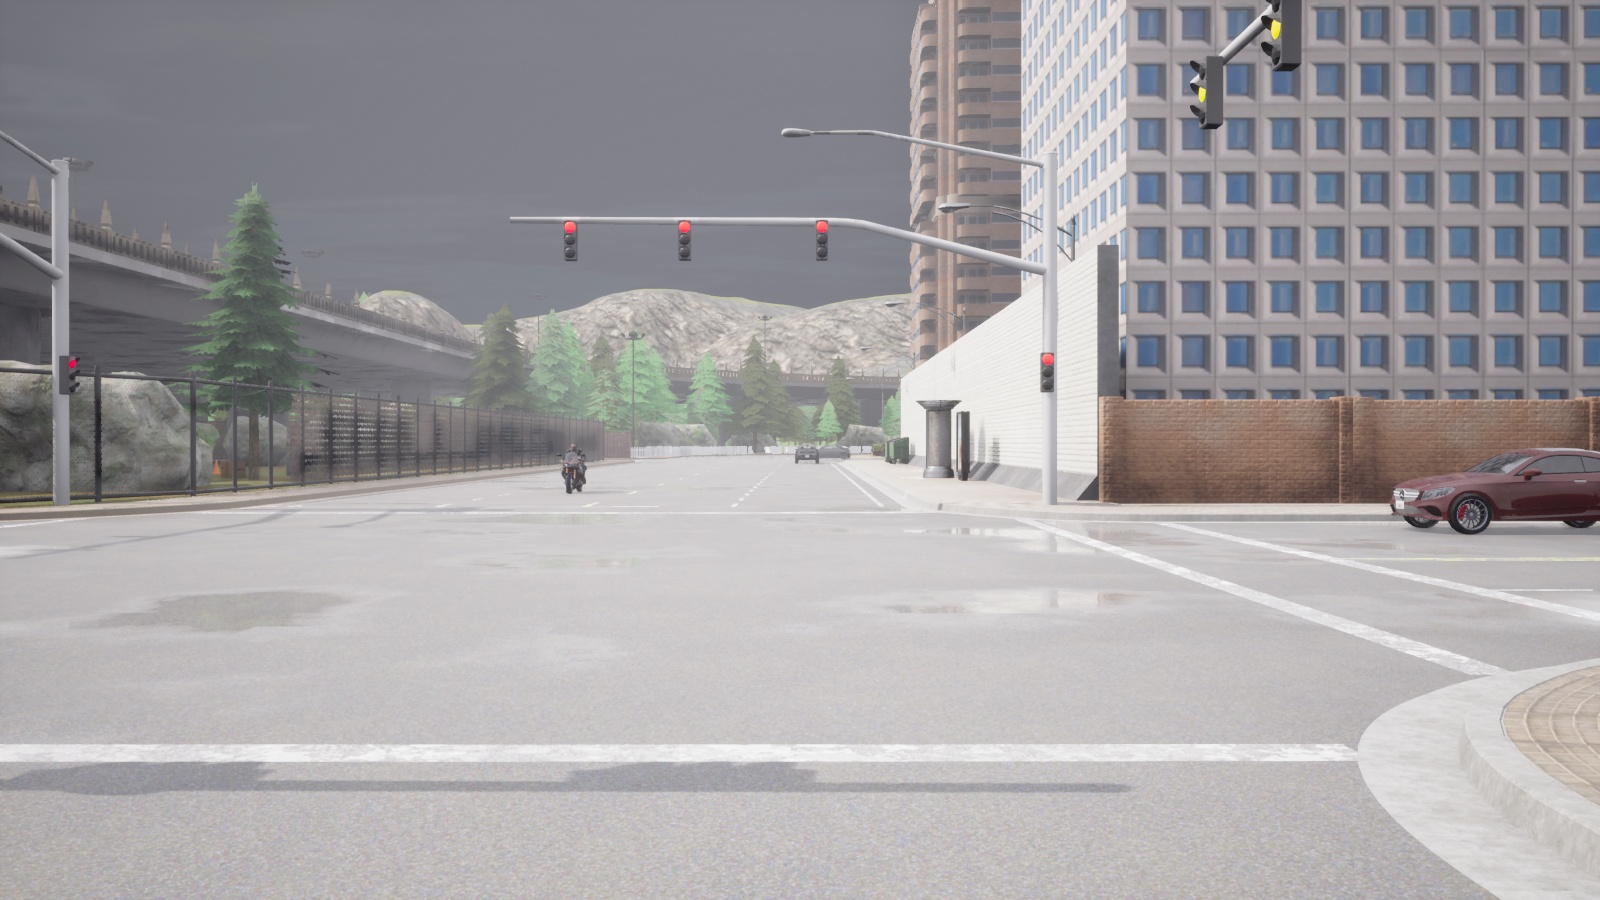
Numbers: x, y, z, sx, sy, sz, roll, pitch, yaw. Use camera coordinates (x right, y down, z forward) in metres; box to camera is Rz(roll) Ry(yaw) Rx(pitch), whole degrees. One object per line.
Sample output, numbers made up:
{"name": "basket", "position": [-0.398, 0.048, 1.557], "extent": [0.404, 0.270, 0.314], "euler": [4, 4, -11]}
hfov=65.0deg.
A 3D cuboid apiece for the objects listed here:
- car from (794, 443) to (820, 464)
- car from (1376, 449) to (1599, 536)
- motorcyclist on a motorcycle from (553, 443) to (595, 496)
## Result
{"name": "car", "position": [0.512, 0.246, 91.154], "extent": [1.816, 1.474, 4.193], "euler": [0, 0, 0]}
{"name": "car", "position": [12.785, 0.714, 21.879], "extent": [4.674, 1.442, 1.812], "euler": [0, 0, 0]}
{"name": "motorcyclist on a motorcycle", "position": [-6.779, 0.563, 37.779], "extent": [0.866, 1.530, 2.191], "euler": [0, 0, 0]}
